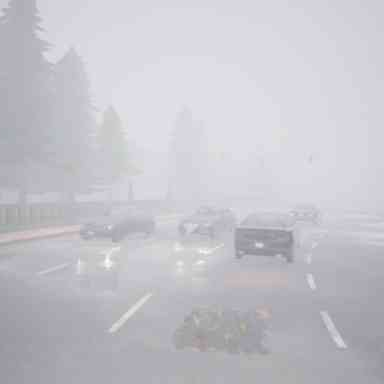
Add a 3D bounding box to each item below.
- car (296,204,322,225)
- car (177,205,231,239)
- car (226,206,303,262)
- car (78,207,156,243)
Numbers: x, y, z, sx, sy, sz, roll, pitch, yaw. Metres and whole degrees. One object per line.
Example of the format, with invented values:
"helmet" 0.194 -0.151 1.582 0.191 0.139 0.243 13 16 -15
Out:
"car" 8.323 1.556 24.241 2.033 1.411 5.357 1 0 26
"car" 0.895 1.455 17.321 2.128 1.511 4.902 0 0 24
"car" 2.926 1.471 12.388 1.882 1.535 5.008 0 0 21
"car" -3.385 1.456 16.054 1.812 1.442 4.674 0 0 22
